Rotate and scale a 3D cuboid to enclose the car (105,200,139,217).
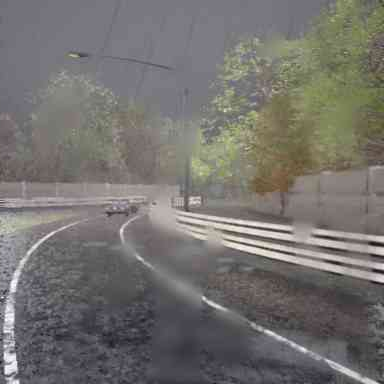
[{"bbox_3d":[-6.138,1.392,29.576,2.033,1.411,5.357,0,0,3],"label":"car"}]
